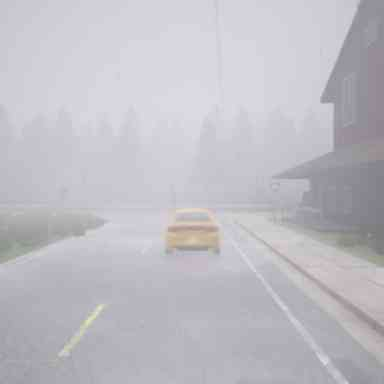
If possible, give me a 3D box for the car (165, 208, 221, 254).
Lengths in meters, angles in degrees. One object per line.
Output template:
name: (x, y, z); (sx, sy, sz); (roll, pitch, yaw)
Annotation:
car: (0.049, 1.375, 13.087); (1.882, 1.535, 5.008); (0, 1, 1)
